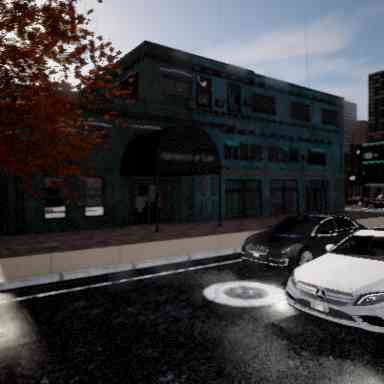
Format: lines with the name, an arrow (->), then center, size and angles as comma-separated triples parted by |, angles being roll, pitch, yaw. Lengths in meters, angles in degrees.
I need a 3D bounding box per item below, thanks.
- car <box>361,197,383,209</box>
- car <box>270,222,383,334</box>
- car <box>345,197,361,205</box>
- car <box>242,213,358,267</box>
car -> 24.225, 1.486, 41.855 | 1.947, 1.339, 4.313 | -2, 1, -36
car -> 3.841, 1.474, 6.487 | 4.674, 1.442, 1.812 | 0, 0, -36
car -> 26.204, 1.422, 53.601 | 2.008, 1.369, 4.403 | -2, 1, -36
car -> 3.691, 1.440, 10.397 | 4.892, 1.490, 1.837 | 0, 0, -36
